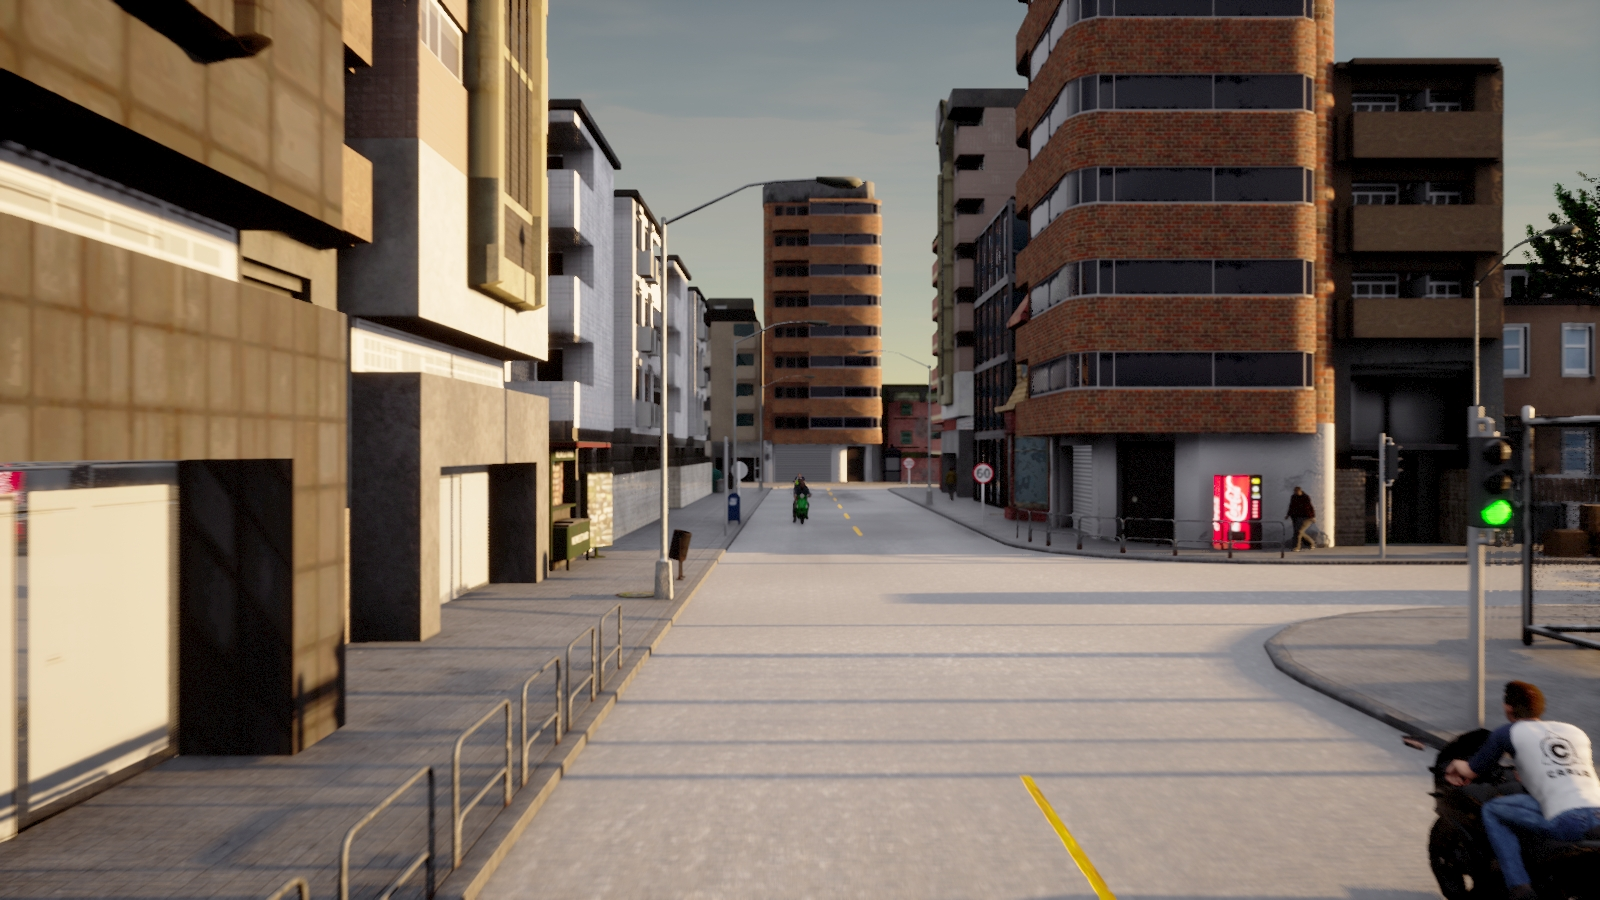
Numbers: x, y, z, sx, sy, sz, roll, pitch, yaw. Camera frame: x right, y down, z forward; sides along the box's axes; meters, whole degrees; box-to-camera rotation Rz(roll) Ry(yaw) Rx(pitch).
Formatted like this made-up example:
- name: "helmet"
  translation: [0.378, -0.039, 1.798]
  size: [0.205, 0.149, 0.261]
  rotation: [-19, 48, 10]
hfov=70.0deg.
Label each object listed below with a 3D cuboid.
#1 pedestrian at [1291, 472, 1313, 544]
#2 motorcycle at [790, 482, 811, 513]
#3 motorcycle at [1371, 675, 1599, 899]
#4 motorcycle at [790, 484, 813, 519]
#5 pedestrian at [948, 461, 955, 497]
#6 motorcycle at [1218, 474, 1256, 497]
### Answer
- name: "pedestrian"
  translation: [13.221, 1.516, 30.116]
  size: [0.375, 1.860, 0.375]
  rotation: [0, 0, -23]
- name: "motorcycle"
  translation: [0.023, 1.962, 47.608]
  size: [0.856, 1.236, 1.805]
  rotation: [0, 0, 0]
- name: "motorcycle"
  translation: [4.018, 1.992, 6.219]
  size: [0.803, 1.145, 2.033]
  rotation: [0, 0, 0]
- name: "motorcycle"
  translation: [0.067, 1.962, 43.740]
  size: [0.856, 1.236, 1.805]
  rotation: [0, 0, 0]
- name: "pedestrian"
  translation: [8.030, 1.523, 60.477]
  size: [0.375, 1.860, 0.375]
  rotation: [0, 0, 4]
- name: "motorcycle"
  translation: [24.399, 1.962, 63.800]
  size: [1.805, 1.236, 0.856]
  rotation: [0, 0, 2]
